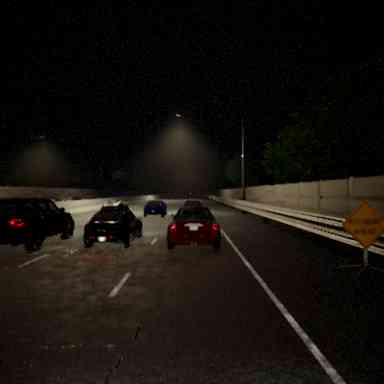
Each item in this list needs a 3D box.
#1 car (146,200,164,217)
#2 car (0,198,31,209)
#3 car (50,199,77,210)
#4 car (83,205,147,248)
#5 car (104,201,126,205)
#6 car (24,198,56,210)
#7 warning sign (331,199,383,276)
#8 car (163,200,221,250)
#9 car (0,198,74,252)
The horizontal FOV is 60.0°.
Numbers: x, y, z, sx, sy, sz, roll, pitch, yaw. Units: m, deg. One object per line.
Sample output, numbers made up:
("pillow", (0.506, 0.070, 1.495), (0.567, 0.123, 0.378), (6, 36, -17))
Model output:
("car", (-3.424, 1.536, 31.789), (1.882, 1.535, 5.008), (0, 0, 0))
("car", (-24.594, 1.603, 46.585), (1.812, 1.442, 4.674), (0, 0, 0))
("car", (-17.604, 1.677, 45.755), (1.895, 1.301, 4.718), (0, 0, 0))
("car", (-3.420, 1.536, 15.085), (1.837, 1.490, 4.892), (0, 0, 0))
("car", (-6.927, 1.548, 30.163), (2.128, 1.511, 4.902), (0, 0, 0))
("car", (-21.098, 1.625, 46.576), (2.033, 1.411, 5.357), (0, 0, 0))
("warning sign", (4.535, 1.134, 8.703), (1.300, 1.860, 1.060), (-1, -1, 0))
("car", (0.078, 1.383, 14.626), (2.097, 1.767, 4.553), (0, 0, 0))
("car", (-6.920, 1.250, 14.128), (2.150, 2.045, 5.566), (0, 0, 0))
